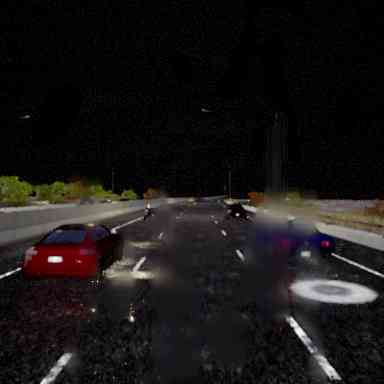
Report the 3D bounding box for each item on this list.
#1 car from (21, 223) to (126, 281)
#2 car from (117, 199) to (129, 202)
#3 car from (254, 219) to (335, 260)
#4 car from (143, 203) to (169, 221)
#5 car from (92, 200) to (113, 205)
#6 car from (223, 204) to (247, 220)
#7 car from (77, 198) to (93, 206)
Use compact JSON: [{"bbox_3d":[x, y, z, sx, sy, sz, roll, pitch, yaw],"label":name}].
[{"bbox_3d":[-3.354,1.646,10.196,1.994,1.385,4.181,0,0,0],"label":"car"},{"bbox_3d":[-12.826,2.076,62.470,1.837,1.490,4.892,0,0,3],"label":"car"},{"bbox_3d":[3.667,1.707,12.869,1.895,1.301,4.718,0,0,0],"label":"car"},{"bbox_3d":[-3.108,1.739,29.560,2.128,1.511,4.902,0,-1,1],"label":"car"},{"bbox_3d":[-16.321,2.117,62.450,2.033,1.411,5.357,0,-1,2],"label":"car"},{"bbox_3d":[3.912,1.786,30.568,1.812,1.442,4.674,0,-1,1],"label":"car"},{"bbox_3d":[-19.818,1.921,62.570,2.097,1.767,4.553,0,-1,2],"label":"car"}]
